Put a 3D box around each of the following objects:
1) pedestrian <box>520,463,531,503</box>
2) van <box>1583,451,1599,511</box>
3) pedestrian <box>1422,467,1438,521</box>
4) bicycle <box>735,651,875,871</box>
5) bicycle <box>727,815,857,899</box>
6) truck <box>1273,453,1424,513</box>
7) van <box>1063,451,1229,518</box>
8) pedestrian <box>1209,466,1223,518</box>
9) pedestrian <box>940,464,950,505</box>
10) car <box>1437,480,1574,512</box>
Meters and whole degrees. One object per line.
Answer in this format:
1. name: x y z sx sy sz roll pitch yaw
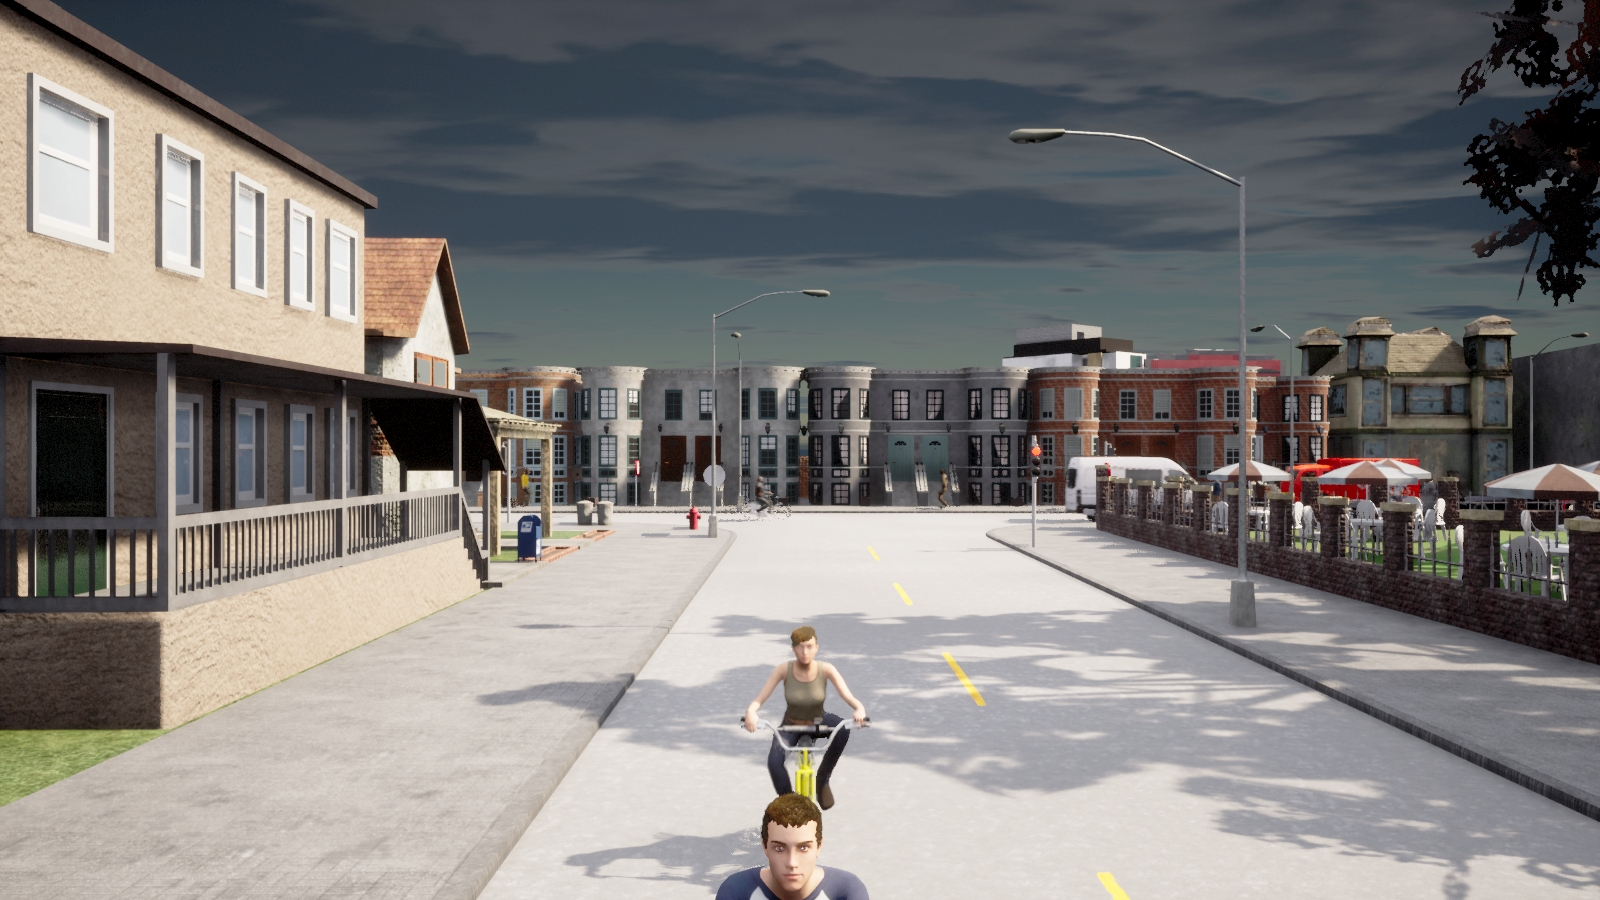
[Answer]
1. pedestrian: -12.854 1.546 53.494 0.375 1.860 0.375 0 0 8
2. van: 37.194 1.334 48.909 5.915 2.561 1.988 0 0 1
3. pedestrian: 22.109 1.533 40.091 0.375 1.860 0.375 0 0 0
4. bicycle: 0.035 2.040 7.757 0.859 1.080 1.487 0 0 0
5. bicycle: -0.022 1.938 3.212 0.373 1.296 1.643 0 0 0
6. truck: 23.374 1.365 48.875 5.204 2.467 2.627 0 0 0
7. van: 13.527 1.333 44.872 5.915 2.561 1.988 0 0 0
8. pedestrian: 15.154 1.533 41.640 0.375 1.860 0.375 0 0 -5
9. pedestrian: 6.602 1.548 52.023 0.375 1.860 0.375 0 0 17
10. car: 30.125 1.955 48.889 4.718 1.301 1.895 0 0 0
